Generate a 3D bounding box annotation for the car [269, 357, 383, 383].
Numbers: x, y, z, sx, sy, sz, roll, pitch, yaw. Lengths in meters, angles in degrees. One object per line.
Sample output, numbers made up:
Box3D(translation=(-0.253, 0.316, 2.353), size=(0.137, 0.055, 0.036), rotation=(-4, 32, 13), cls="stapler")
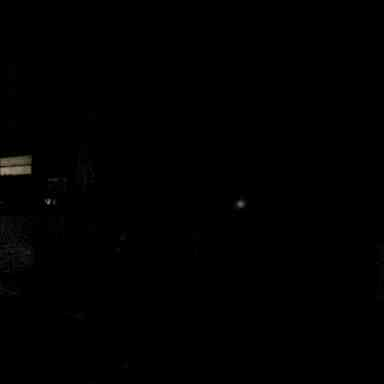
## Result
Box3D(translation=(2.211, 1.574, 1.383), size=(4.313, 1.339, 1.947), rotation=(0, 0, 35), cls="car")
